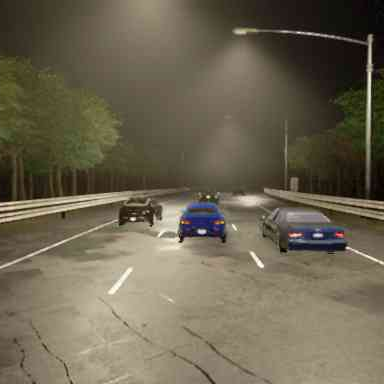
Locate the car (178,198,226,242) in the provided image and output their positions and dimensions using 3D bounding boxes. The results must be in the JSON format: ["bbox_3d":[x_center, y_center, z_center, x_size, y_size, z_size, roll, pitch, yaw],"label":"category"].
[{"bbox_3d":[0.451,1.180,14.077,1.812,1.442,4.674,0,1,2],"label":"car"}]

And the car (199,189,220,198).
[{"bbox_3d":[1.823,0.496,34.842,2.097,1.767,4.553,0,1,5],"label":"car"}]

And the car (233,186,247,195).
[{"bbox_3d":[9.285,-0.273,65.684,2.097,1.767,4.553,0,1,10],"label":"car"}]

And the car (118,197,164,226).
[{"bbox_3d":[-2.824,1.037,19.051,1.837,1.490,4.892,0,1,3],"label":"car"}]

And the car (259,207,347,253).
[{"bbox_3d":[3.758,1.249,12.159,2.033,1.411,5.357,0,1,2],"label":"car"}]
